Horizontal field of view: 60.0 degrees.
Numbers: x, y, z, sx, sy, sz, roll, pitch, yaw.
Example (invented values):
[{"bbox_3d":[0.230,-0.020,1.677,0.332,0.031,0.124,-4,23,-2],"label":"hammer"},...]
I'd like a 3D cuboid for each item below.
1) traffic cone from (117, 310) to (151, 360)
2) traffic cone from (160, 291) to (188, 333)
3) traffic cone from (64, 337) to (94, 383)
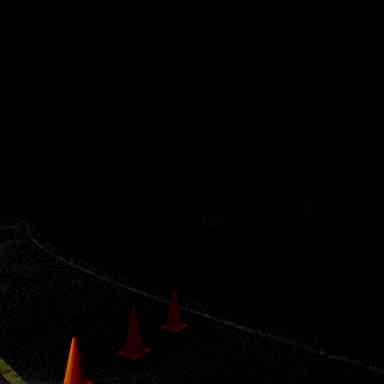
[{"bbox_3d":[-0.808,1.938,4.624,0.340,0.580,0.340,1,1,31],"label":"traffic cone"},{"bbox_3d":[-0.289,1.931,5.475,0.340,0.580,0.340,1,1,31],"label":"traffic cone"},{"bbox_3d":[-1.327,1.945,3.774,0.340,0.580,0.340,1,1,31],"label":"traffic cone"}]
